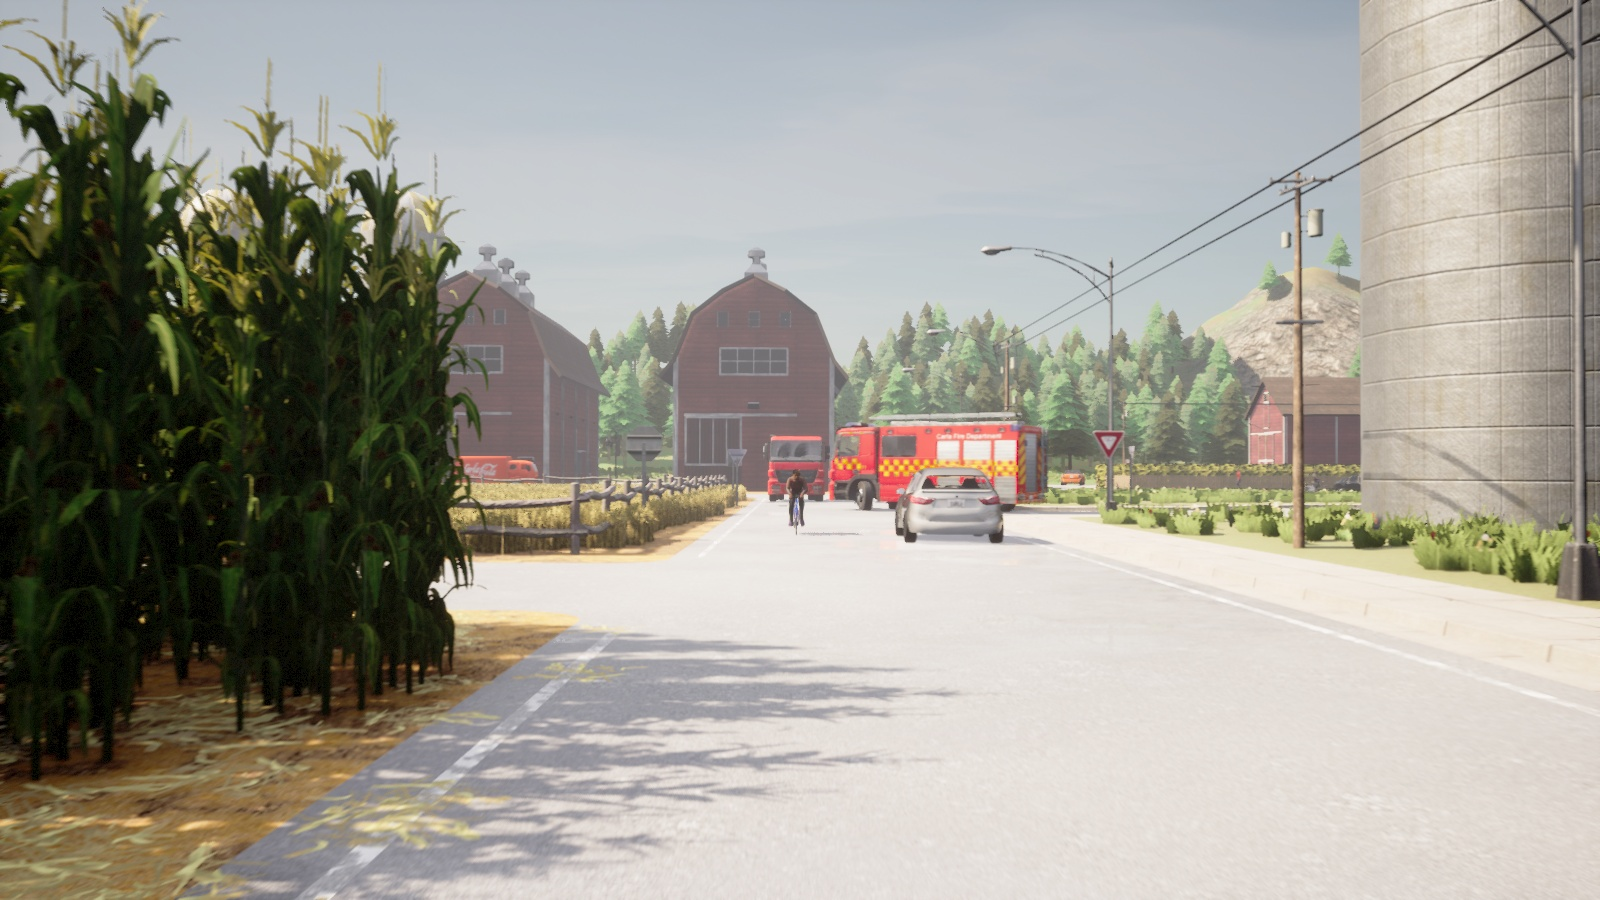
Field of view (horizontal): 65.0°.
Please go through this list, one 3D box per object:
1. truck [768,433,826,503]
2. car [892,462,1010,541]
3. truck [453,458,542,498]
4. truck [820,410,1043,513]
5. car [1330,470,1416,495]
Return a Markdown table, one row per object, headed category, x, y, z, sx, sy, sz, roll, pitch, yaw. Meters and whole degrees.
| category | x | y | z | sx | sy | sz | roll | pitch | yaw |
| --- | --- | --- | --- | --- | --- | --- | --- | --- | --- |
| truck | -0.185 | 0.971 | 66.618 | 2.891 | 3.462 | 7.936 | 0 | -1 | 0 |
| car | 3.401 | 1.144 | 29.218 | 2.242 | 1.667 | 4.611 | 0 | -1 | 1 |
| truck | -19.354 | 1.781 | 80.610 | 5.204 | 2.467 | 2.627 | 0 | -1 | -3 |
| truck | 5.162 | 0.487 | 50.296 | 8.468 | 3.827 | 2.891 | -1 | -1 | 33 |
| car | 35.259 | 2.002 | 77.439 | 1.837 | 1.490 | 4.892 | 0 | -1 | -22 |
